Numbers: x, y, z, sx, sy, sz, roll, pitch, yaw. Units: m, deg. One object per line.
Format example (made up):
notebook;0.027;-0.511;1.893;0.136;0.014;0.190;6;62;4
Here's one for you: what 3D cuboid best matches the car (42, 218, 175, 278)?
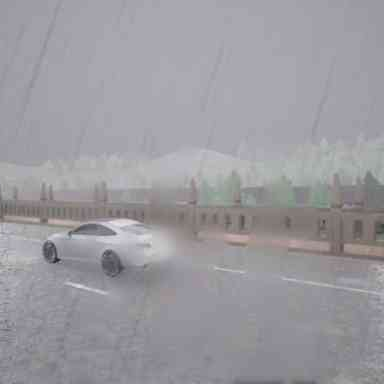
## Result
car;-2.642;1.529;10.178;4.674;1.442;1.812;0;0;36
